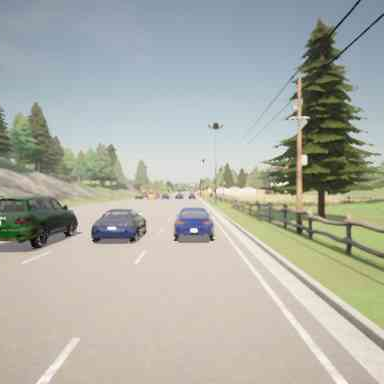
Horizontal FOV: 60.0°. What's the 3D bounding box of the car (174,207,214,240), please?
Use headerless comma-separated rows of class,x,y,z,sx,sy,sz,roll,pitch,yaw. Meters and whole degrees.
car,0.083,1.470,16.486,1.812,1.442,4.674,0,0,0

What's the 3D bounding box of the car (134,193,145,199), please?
car,-14.006,1.289,88.247,1.895,1.301,4.718,0,0,0

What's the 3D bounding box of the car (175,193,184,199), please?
car,-3.506,1.245,88.155,1.994,1.385,4.181,0,0,0

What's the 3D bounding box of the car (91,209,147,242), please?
car,-3.407,1.509,16.147,1.994,1.385,4.181,0,0,0

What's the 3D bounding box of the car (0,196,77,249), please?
car,-6.907,1.172,14.496,2.150,2.045,5.566,0,0,0

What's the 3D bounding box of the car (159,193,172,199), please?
car,-7.006,1.172,87.771,1.882,1.535,5.008,0,0,0

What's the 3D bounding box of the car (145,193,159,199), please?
car,-10.506,1.048,88.157,2.097,1.767,4.553,0,0,0

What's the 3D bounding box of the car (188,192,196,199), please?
car,-0.006,1.218,88.188,1.812,1.442,4.674,0,0,0
